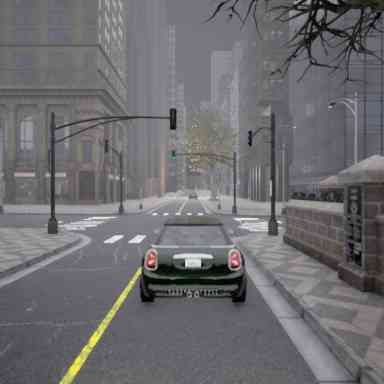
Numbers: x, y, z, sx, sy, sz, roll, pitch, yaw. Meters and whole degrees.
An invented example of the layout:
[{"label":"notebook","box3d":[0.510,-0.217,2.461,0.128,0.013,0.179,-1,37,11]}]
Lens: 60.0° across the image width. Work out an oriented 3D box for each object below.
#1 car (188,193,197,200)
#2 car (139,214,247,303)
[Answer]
[{"label":"car","box3d":[0.214,0.933,81.220,2.097,1.767,4.553,0,1,0]},{"label":"car","box3d":[0.038,1.351,8.339,2.097,1.767,4.553,0,0,0]}]
